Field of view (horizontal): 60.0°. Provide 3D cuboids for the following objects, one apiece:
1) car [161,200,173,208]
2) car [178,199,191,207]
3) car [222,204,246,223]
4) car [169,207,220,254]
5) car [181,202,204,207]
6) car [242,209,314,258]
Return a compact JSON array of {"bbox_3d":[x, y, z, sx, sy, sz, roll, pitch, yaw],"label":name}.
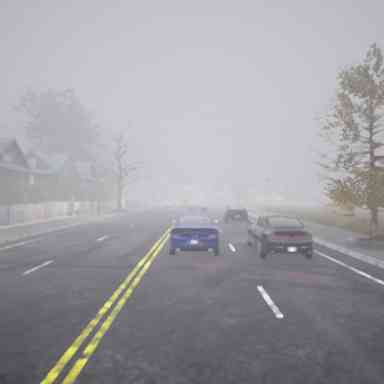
[{"bbox_3d":[-4.506,2.242,61.101,1.812,1.442,4.674,0,-1,4],"label":"car"},{"bbox_3d":[-1.263,2.062,60.927,2.097,1.767,4.553,0,-1,4],"label":"car"},{"bbox_3d":[3.744,1.800,29.096,1.882,1.535,5.008,0,0,2],"label":"car"},{"bbox_3d":[0.139,1.634,14.224,1.882,1.535,5.008,0,0,1],"label":"car"},{"bbox_3d":[0.418,1.854,27.489,2.033,1.411,5.357,0,-1,2],"label":"car"},{"bbox_3d":[3.368,1.654,13.423,1.837,1.490,4.892,0,0,1],"label":"car"}]
